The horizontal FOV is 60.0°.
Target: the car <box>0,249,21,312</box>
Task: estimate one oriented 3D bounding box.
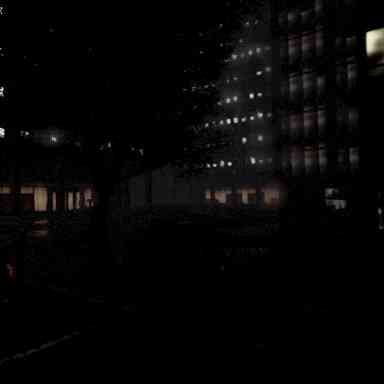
[{"bbox_3d":[-5.250,1.495,6.634,4.097,1.590,1.967,0,-1,35],"label":"car"}]
